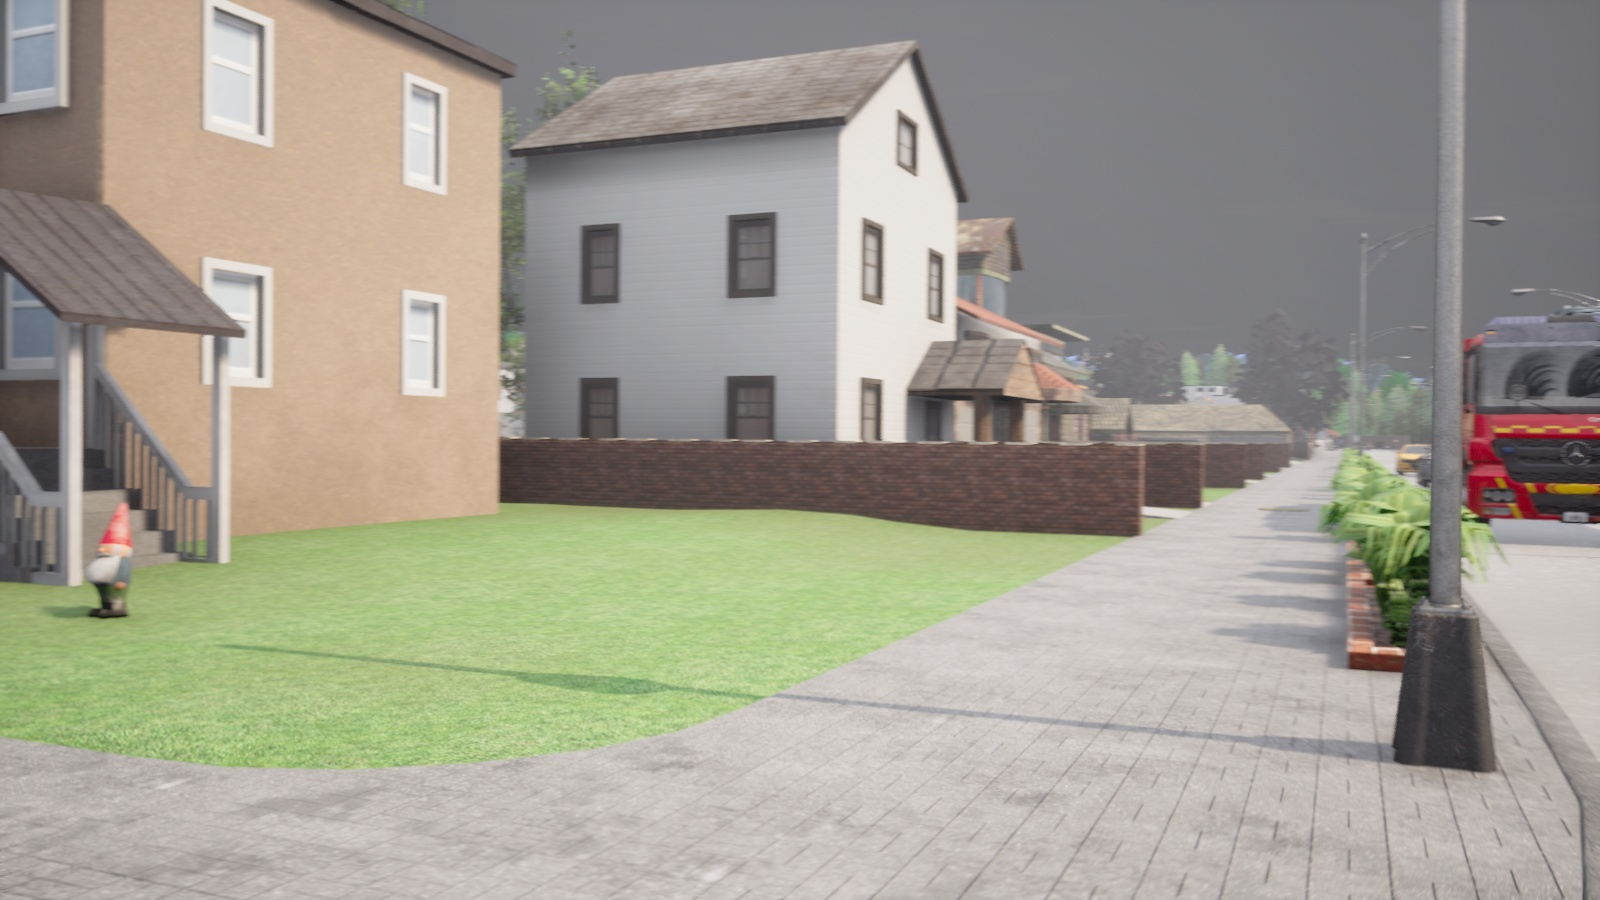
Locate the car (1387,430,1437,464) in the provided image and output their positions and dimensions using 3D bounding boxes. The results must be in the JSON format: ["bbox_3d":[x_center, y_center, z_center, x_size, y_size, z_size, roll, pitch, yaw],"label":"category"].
[{"bbox_3d":[28.996,-0.181,59.585,1.882,1.535,5.008,0,1,23],"label":"car"}]

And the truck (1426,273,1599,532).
[{"bbox_3d":[13.138,-0.755,22.538,2.891,3.827,8.468,0,1,23],"label":"truck"}]

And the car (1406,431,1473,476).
[{"bbox_3d":[22.232,0.098,43.773,1.845,1.501,3.633,0,1,23],"label":"car"}]
